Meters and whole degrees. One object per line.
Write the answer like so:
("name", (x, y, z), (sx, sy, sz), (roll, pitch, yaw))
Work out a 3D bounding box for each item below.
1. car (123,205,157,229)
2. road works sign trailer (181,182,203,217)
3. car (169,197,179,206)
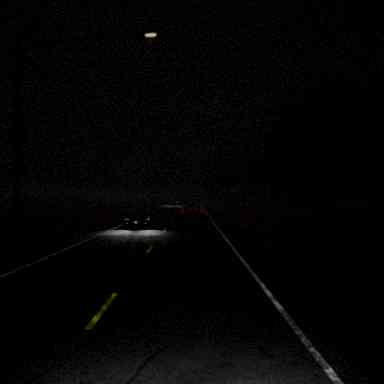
("car", (-3.601, 1.725, 23.724), (1.837, 1.490, 4.892), (0, -1, 0))
("road works sign trailer", (0.007, 0.772, 35.662), (2.380, 3.560, 2.880), (0, 0, 1))
("car", (-3.516, 1.860, 65.579), (1.837, 1.490, 4.892), (0, 0, 0))
